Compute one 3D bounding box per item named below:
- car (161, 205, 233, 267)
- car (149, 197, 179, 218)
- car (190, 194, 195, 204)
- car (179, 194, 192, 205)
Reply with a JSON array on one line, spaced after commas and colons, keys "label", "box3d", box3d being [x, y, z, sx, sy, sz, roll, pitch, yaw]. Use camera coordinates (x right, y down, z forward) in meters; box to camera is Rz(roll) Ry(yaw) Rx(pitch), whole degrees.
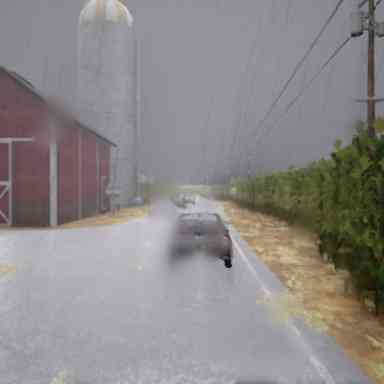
[{"label": "car", "box3d": [0.267, 1.428, 11.131, 2.128, 1.511, 4.902, 0, 1, 1]}, {"label": "car", "box3d": [-2.427, 1.363, 28.198, 1.812, 1.442, 4.674, 0, 0, 3]}, {"label": "car", "box3d": [-0.623, 1.042, 53.857, 2.097, 1.767, 4.553, 0, 0, 3]}, {"label": "car", "box3d": [-1.603, 1.315, 40.242, 2.033, 1.411, 5.357, 0, 0, 5]}]
